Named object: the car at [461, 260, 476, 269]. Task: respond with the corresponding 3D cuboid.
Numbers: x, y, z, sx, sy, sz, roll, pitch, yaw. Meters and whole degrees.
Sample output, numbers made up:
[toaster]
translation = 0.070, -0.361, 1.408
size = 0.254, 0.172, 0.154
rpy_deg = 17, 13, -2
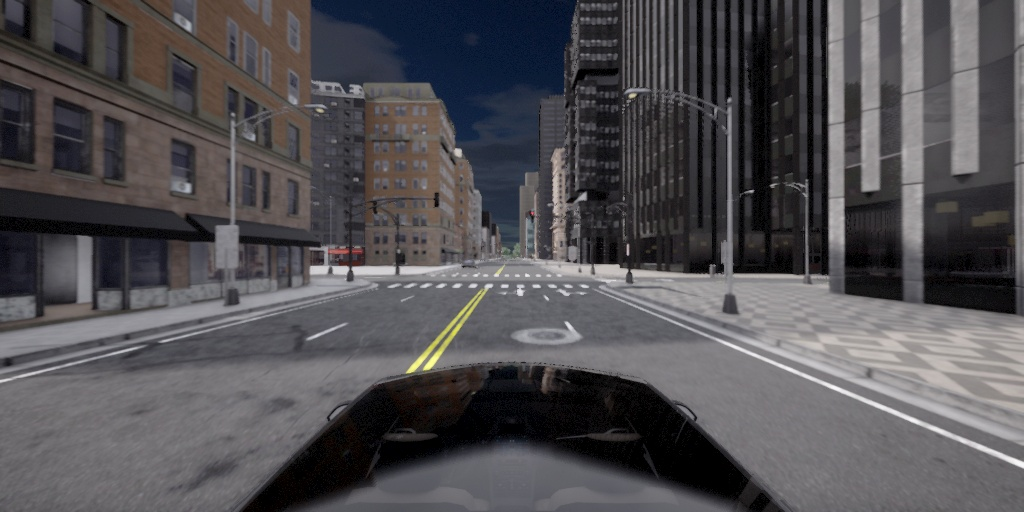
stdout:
[car]
translation = -6.495, 1.275, 54.177
size = 2.033, 1.411, 5.357
rpy_deg = 0, 0, 0
